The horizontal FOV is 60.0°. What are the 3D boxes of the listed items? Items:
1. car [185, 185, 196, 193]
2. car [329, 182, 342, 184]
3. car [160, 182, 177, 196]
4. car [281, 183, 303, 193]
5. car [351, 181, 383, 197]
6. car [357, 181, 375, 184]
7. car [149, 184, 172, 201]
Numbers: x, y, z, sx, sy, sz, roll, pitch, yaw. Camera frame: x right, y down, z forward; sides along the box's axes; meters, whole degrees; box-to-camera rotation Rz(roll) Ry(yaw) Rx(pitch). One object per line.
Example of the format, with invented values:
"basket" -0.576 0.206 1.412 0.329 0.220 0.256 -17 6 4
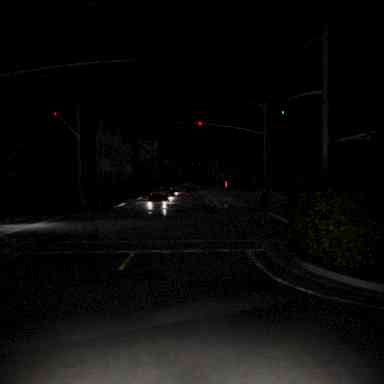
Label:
"car" -0.182 -0.556 58.717 1.812 1.442 4.674 -1 2 0
"car" 25.295 -1.035 59.514 2.152 1.636 5.027 -1 2 0
"car" -3.754 -0.464 48.316 2.150 2.045 5.566 -1 2 -1
"car" 15.258 -0.529 52.099 2.007 1.523 4.514 -1 2 0
"car" 22.252 -0.461 42.123 1.932 1.855 4.605 -1 2 0
"car" 19.009 -0.175 34.242 1.905 1.878 3.866 -1 2 0
"car" -3.723 0.154 37.789 1.882 1.535 5.008 -1 2 0
